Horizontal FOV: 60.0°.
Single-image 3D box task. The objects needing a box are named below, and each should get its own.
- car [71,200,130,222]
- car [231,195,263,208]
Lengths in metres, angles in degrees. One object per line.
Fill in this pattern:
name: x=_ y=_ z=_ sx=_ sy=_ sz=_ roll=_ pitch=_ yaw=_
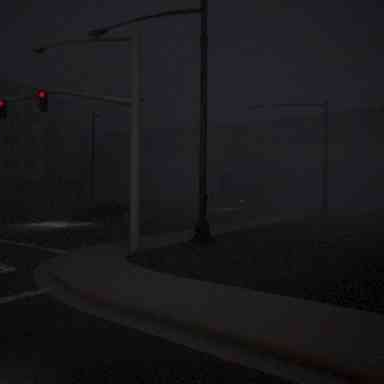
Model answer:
car: x=-6.966 y=1.376 z=25.823 sx=1.882 sy=1.535 sz=5.008 roll=1 pitch=0 yaw=34
car: x=7.371 y=1.246 z=44.677 sx=4.553 sy=1.767 sz=2.097 roll=0 pitch=1 yaw=-37
